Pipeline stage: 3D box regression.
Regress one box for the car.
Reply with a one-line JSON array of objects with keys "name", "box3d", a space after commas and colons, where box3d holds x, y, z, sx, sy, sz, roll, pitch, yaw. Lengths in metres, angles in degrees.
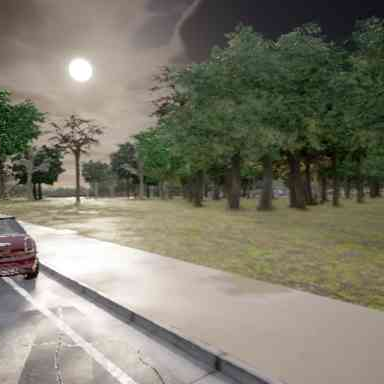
[{"name": "car", "box3d": [-5.856, 1.341, 9.077, 2.097, 1.767, 4.553, -1, 1, -41]}]
